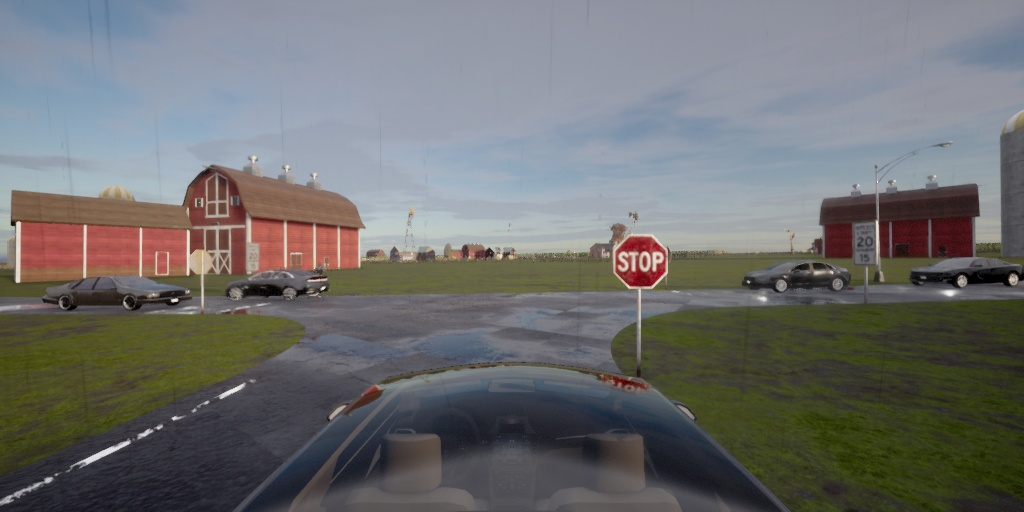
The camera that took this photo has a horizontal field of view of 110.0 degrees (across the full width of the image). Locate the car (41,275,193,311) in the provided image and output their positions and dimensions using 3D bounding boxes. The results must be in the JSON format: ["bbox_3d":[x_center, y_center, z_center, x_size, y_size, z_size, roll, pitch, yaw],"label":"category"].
[{"bbox_3d":[-16.956,1.540,15.477,5.357,1.411,2.033,-1,-1,6],"label":"car"}]

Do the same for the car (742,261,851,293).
[{"bbox_3d":[14.175,1.005,17.999,4.892,1.490,1.837,-1,0,-4],"label":"car"}]

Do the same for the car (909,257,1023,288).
[{"bbox_3d":[23.753,0.813,18.836,5.008,1.535,1.882,-1,0,-7],"label":"car"}]

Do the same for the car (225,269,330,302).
[{"bbox_3d":[-11.630,1.423,17.832,4.902,1.511,2.128,-1,-1,8],"label":"car"}]

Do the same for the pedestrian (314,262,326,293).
[{"bbox_3d":[-11.208,1.237,20.930,0.375,1.860,0.375,0,0,4],"label":"pedestrian"}]
